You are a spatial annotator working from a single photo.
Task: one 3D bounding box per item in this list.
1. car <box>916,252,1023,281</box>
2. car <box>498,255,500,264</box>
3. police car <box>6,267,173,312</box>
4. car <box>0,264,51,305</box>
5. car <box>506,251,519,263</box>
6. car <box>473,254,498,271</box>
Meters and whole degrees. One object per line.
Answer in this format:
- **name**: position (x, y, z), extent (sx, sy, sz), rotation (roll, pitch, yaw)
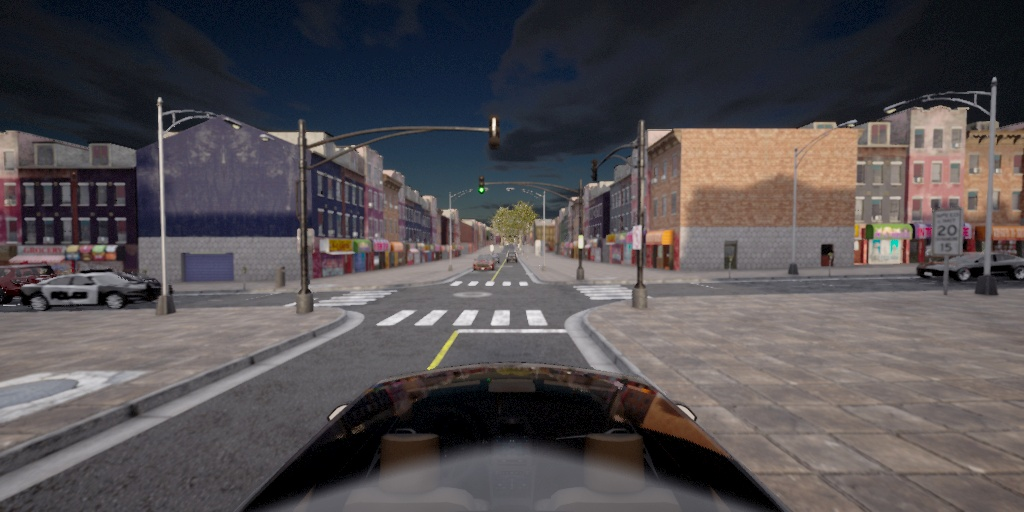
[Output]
- **car**: position (23.117, 0.478, 18.050), extent (4.313, 1.339, 1.948), rotation (0, 0, 0)
- **car**: position (-2.806, 0.475, 54.975), extent (2.128, 1.511, 4.902), rotation (0, 1, 0)
- **police car**: position (-17.610, 1.389, 15.407), extent (5.238, 1.638, 1.930), rotation (-1, 2, 0)
- **car**: position (-25.892, 1.402, 18.070), extent (5.009, 1.841, 2.192), rotation (0, 0, 0)
- **car**: position (0.002, 0.412, 59.485), extent (1.837, 1.490, 4.892), rotation (0, 1, 0)
- **car**: position (-2.838, 0.625, 37.094), extent (2.097, 1.767, 4.553), rotation (0, 1, 0)
